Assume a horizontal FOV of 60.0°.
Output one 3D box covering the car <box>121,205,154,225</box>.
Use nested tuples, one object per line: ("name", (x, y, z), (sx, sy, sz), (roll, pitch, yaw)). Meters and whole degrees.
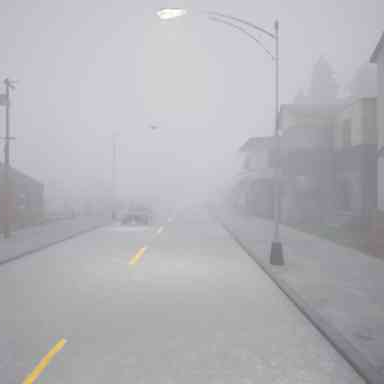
("car", (-3.995, 1.671, 25.373), (2.033, 1.411, 5.357), (0, 0, 0))
